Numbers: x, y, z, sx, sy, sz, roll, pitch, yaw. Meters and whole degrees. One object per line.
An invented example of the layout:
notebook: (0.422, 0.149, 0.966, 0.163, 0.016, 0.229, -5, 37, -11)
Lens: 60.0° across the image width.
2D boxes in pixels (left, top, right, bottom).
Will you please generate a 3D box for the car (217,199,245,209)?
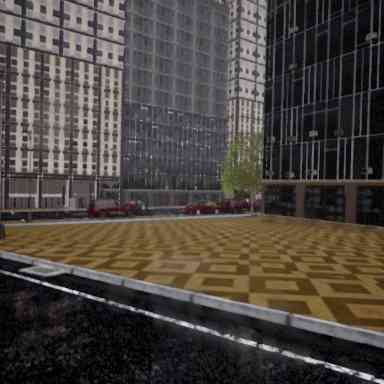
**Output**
car: (6.214, 1.850, 52.859, 4.313, 1.339, 1.947, 1, 1, -34)

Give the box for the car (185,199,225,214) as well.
car: (1.318, 1.947, 39.949, 4.507, 1.381, 1.887, 1, 1, -34)

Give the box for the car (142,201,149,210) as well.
car: (-7.812, 1.693, 43.241, 4.403, 1.369, 2.008, 1, 1, -34)

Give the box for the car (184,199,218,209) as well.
car: (1.399, 1.760, 49.556, 4.829, 1.417, 1.752, 1, 1, -34)

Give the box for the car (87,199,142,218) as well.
car: (-8.027, 1.622, 33.533, 5.009, 1.841, 2.192, 1, 1, -34)

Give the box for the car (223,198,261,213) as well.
car: (5.998, 1.764, 43.150, 5.009, 1.841, 2.192, 1, 1, -34)

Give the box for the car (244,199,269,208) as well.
car: (10.889, 1.914, 56.066, 4.206, 1.307, 1.802, 1, 1, -34)
